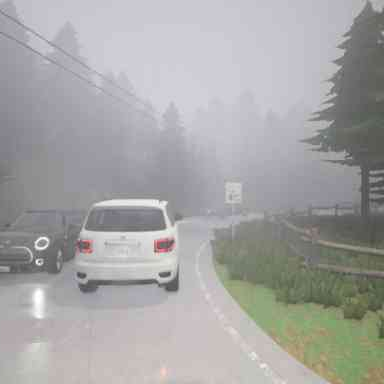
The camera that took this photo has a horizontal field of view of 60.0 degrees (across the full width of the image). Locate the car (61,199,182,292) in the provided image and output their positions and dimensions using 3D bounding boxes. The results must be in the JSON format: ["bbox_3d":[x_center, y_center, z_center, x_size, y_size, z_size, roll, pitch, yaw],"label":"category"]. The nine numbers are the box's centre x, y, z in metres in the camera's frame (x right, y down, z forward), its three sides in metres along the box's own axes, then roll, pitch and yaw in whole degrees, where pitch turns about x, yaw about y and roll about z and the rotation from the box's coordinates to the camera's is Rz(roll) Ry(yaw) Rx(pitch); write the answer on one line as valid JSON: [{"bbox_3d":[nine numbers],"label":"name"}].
[{"bbox_3d":[-1.435,1.197,9.002,2.150,2.045,5.566,0,0,-3],"label":"car"}]

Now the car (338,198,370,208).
[{"bbox_3d":[17.895,1.442,35.982,4.902,1.511,2.128,0,0,-32],"label":"car"}]

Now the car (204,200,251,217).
[{"bbox_3d":[3.087,1.423,28.632,4.902,1.511,2.128,0,0,-44],"label":"car"}]

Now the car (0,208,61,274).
[{"bbox_3d":[-4.536,1.315,10.483,2.097,1.767,4.553,0,0,4],"label":"car"}]
